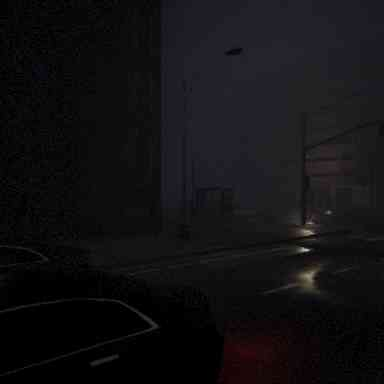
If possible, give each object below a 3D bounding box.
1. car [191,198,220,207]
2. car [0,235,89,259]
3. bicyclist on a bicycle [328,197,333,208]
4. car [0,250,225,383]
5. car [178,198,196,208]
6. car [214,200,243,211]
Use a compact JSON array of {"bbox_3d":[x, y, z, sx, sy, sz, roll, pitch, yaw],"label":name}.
[{"bbox_3d":[2.305,1.878,58.617,2.033,1.411,5.357,0,0,-39],"label":"car"},{"bbox_3d":[-4.074,1.521,5.467,4.902,1.511,2.128,0,0,-36],"label":"car"},{"bbox_3d":[20.202,1.573,48.476,1.656,1.620,0.582,0,0,-39],"label":"bicyclist on a bicycle"},{"bbox_3d":[-1.927,1.521,2.715,4.892,1.490,1.837,0,0,-36],"label":"car"},{"bbox_3d":[-0.398,1.813,56.394,2.128,1.511,4.902,0,0,-39],"label":"car"},{"bbox_3d":[4.580,1.741,44.695,1.882,1.535,5.008,0,0,-39],"label":"car"}]
